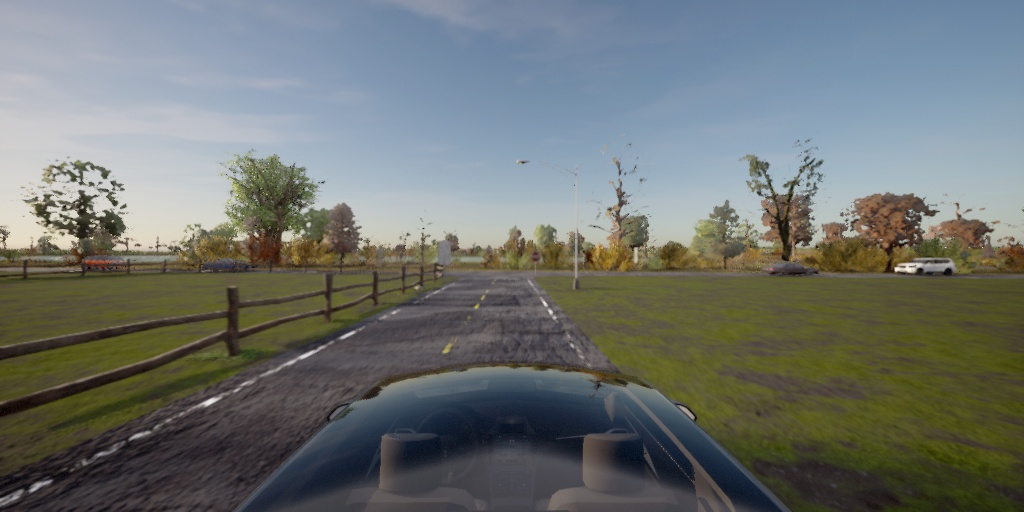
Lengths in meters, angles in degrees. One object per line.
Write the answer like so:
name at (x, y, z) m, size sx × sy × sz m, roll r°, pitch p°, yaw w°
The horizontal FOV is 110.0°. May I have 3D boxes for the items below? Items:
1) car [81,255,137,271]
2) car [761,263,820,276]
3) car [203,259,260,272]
car at (-44.937, 0.733, 40.064) m, size 4.553 × 1.767 × 2.097 m, roll 0°, pitch 0°, yaw 0°
car at (30.874, 1.495, 39.880) m, size 5.357 × 1.411 × 2.033 m, roll 0°, pitch 0°, yaw 0°
car at (-31.293, 1.050, 40.033) m, size 5.357 × 1.411 × 2.033 m, roll 1°, pitch 0°, yaw 0°
